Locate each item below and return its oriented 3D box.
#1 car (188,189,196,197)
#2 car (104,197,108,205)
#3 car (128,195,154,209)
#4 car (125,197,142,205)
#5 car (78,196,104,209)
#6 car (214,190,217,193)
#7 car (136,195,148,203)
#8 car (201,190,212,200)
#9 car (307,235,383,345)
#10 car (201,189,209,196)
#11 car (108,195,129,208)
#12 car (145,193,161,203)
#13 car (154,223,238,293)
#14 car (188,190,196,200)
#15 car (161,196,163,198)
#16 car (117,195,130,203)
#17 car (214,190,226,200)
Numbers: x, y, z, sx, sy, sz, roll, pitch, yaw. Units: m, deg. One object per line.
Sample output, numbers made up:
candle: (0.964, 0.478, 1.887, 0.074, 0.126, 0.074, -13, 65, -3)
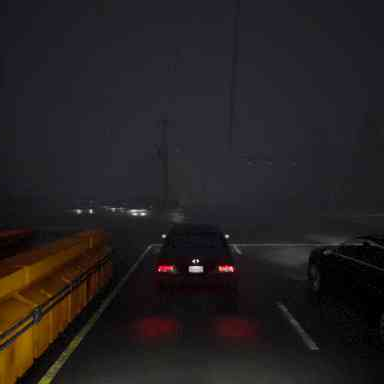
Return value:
car: (-0.028, 0.145, 88.528, 1.882, 1.535, 5.008, 0, 7, 0)
car: (-14.007, 1.565, 55.100, 2.033, 1.411, 5.357, 0, 0, 0)
car: (-6.994, 1.506, 46.034, 2.128, 1.511, 4.902, 0, 0, -1)
car: (-10.497, 1.567, 59.768, 2.033, 1.411, 5.357, 0, 0, 0)
car: (-14.028, 1.367, 45.636, 2.097, 1.767, 4.553, 0, 0, 0)
car: (6.972, 0.167, 88.559, 1.837, 1.490, 4.892, 0, 7, 0)
car: (-10.455, 1.367, 70.028, 1.882, 1.535, 5.008, 0, 1, 0)
car: (3.511, 0.846, 78.598, 2.097, 1.767, 4.553, 0, 4, 0)
car: (3.577, 1.494, 5.812, 2.128, 1.511, 4.902, 0, 0, 0)
car: (3.472, 0.219, 88.551, 1.994, 1.385, 4.181, 0, 7, 0)
car: (-10.520, 1.563, 49.702, 2.033, 1.411, 5.357, 0, 0, 0)
car: (-7.005, 1.239, 55.886, 2.150, 2.045, 5.566, 0, 0, 0)
car: (0.095, 1.550, 8.989, 2.033, 1.411, 5.357, 0, 0, 0)
car: (0.012, 0.995, 78.504, 1.837, 1.490, 4.892, 0, 4, 0)
car: (-6.951, 1.473, 68.952, 2.033, 1.411, 5.357, 0, 1, 0)
car: (-13.947, 1.454, 67.926, 1.837, 1.490, 4.892, 0, 1, 0)
car: (7.011, 1.022, 78.903, 1.994, 1.385, 4.181, 0, 4, 0)
